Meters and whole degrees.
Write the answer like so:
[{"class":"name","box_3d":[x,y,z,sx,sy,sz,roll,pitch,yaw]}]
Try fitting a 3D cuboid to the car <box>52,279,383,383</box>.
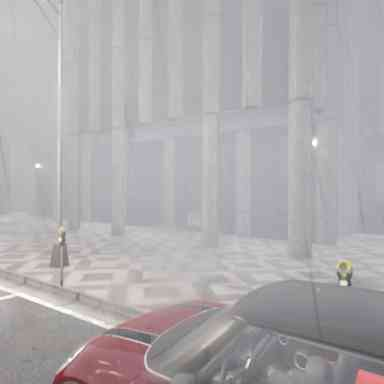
[{"class":"car","box_3d":[0.747,1.433,2.434,4.097,1.590,1.967,1,0,35]}]
